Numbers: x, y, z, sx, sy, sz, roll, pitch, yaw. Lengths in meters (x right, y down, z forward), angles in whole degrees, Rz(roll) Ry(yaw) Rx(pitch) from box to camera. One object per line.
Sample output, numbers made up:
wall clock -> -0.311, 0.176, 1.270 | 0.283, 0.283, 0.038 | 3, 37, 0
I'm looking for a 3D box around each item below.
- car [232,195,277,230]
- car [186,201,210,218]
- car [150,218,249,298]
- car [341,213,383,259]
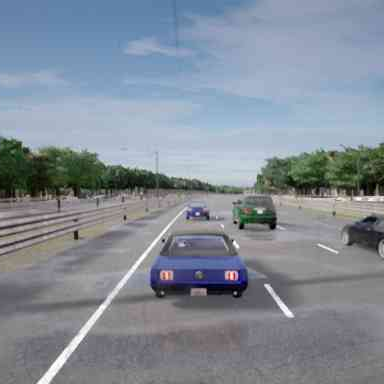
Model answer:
car -> 3.829, 1.186, 21.029 | 2.150, 2.045, 5.566 | 0, 0, 2
car -> 0.485, 1.479, 27.329 | 1.812, 1.442, 4.674 | 0, 0, 1
car -> 0.148, 1.585, 8.446 | 1.895, 1.301, 4.718 | 0, 0, 0
car -> 7.197, 1.504, 12.174 | 1.812, 1.442, 4.674 | 0, 0, 1
